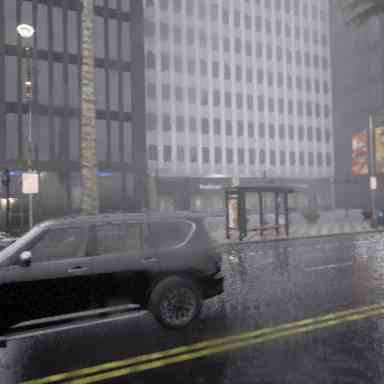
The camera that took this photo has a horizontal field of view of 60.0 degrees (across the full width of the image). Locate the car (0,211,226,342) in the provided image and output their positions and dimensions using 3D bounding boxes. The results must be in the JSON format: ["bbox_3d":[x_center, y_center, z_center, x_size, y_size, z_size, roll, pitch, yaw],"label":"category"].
[{"bbox_3d":[-2.073,1.442,6.115,5.566,2.045,2.150,-1,-2,-24],"label":"car"}]

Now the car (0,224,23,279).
[{"bbox_3d":[-8.145,1.965,10.478,4.892,1.521,2.231,-1,-2,-24],"label":"car"}]

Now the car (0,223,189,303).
[{"bbox_3d":[-2.779,1.819,9.619,4.902,1.511,2.128,-1,-2,-24],"label":"car"}]
